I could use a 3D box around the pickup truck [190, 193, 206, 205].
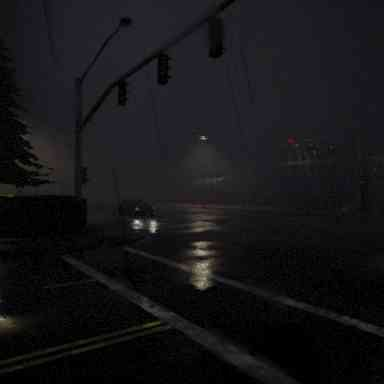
[{"bbox_3d":[1.005,1.267,62.343,2.390,2.098,6.274,0,0,-6],"label":"pickup truck"}]

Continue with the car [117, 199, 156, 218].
[{"bbox_3d":[-5.193,1.430,30.759,2.097,1.767,4.553,0,0,-36],"label":"car"}]
